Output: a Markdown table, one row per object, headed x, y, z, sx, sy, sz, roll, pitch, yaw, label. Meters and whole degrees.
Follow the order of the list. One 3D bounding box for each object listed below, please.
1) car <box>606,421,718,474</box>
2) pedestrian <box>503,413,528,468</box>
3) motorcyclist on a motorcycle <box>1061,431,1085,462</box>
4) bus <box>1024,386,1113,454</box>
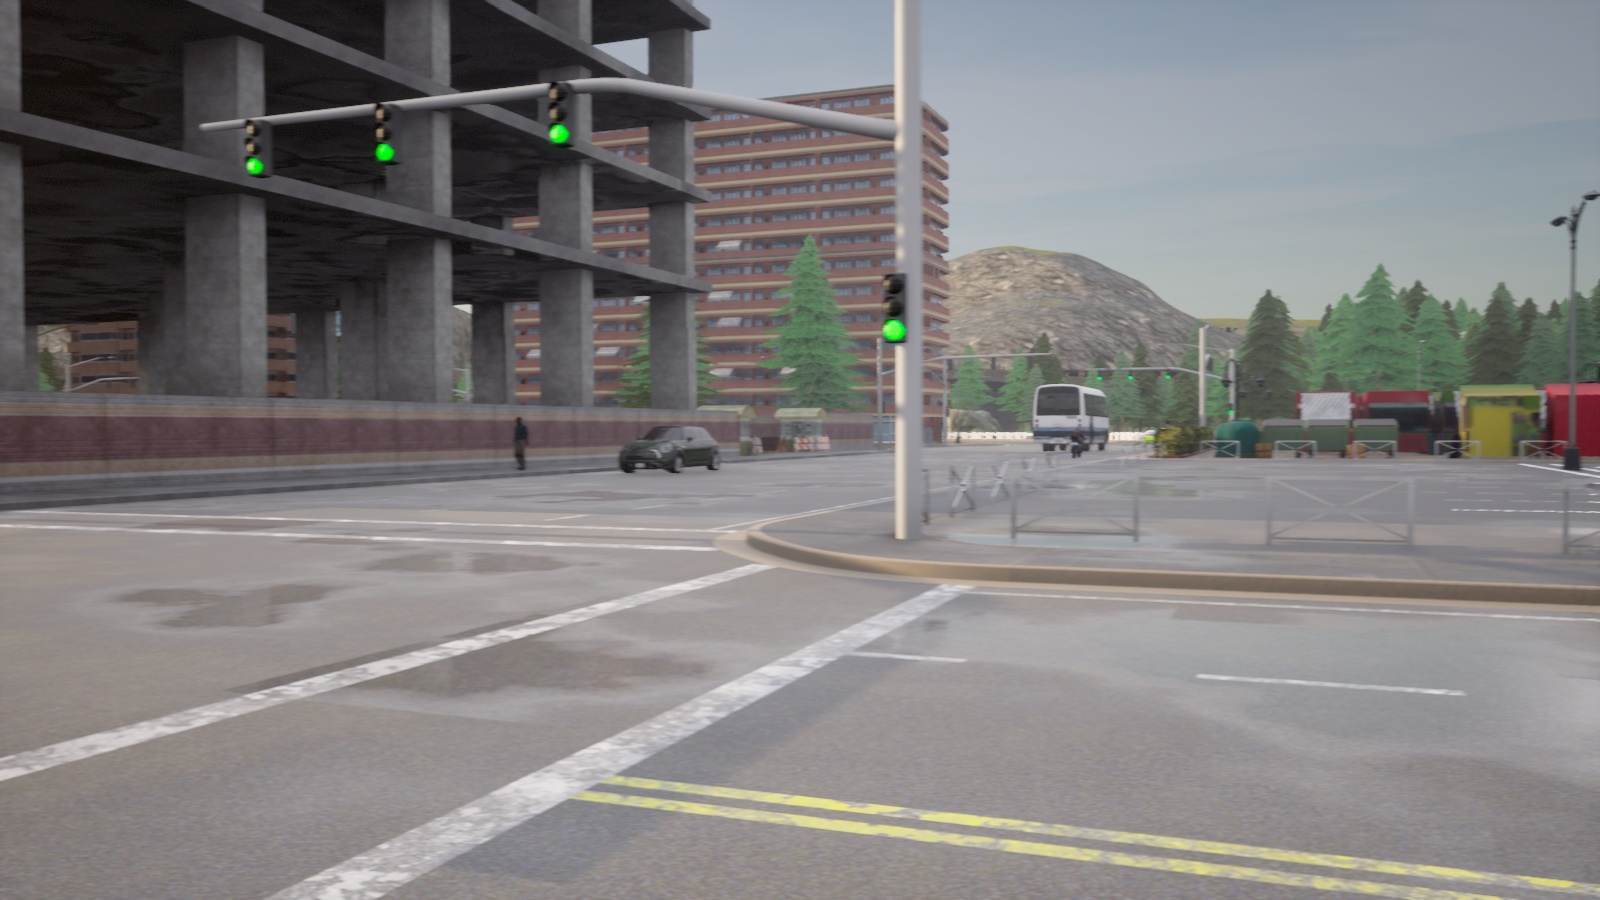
| x | y | z | sx | sy | sz | roll | pitch | yaw | label |
| --- | --- | --- | --- | --- | --- | --- | --- | --- | --- |
| -4.804 | -0.123 | 44.389 | 2.097 | 1.767 | 4.553 | 1 | 1 | 21 | car |
| -9.553 | -0.308 | 42.196 | 0.370 | 1.835 | 0.726 | 1 | 1 | 38 | pedestrian |
| 13.761 | -0.193 | 63.304 | 0.866 | 1.530 | 2.191 | 1 | 1 | 21 | motorcyclist on a motorcycle |
| 18.052 | -1.906 | 83.752 | 3.944 | 4.253 | 10.273 | 1 | 0 | 23 | bus |
